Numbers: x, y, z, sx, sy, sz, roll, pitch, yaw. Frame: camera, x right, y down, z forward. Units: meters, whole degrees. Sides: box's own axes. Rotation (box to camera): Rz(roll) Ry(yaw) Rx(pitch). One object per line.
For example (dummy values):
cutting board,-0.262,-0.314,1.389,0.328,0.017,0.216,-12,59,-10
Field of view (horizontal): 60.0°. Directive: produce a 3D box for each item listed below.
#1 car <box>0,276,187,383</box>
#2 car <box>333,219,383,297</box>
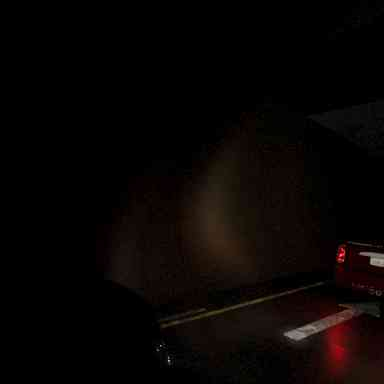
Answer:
car,-2.705,1.221,1.856,5.566,2.045,2.150,0,0,-35
car,5.270,1.352,7.540,4.553,1.767,2.097,0,0,-35
